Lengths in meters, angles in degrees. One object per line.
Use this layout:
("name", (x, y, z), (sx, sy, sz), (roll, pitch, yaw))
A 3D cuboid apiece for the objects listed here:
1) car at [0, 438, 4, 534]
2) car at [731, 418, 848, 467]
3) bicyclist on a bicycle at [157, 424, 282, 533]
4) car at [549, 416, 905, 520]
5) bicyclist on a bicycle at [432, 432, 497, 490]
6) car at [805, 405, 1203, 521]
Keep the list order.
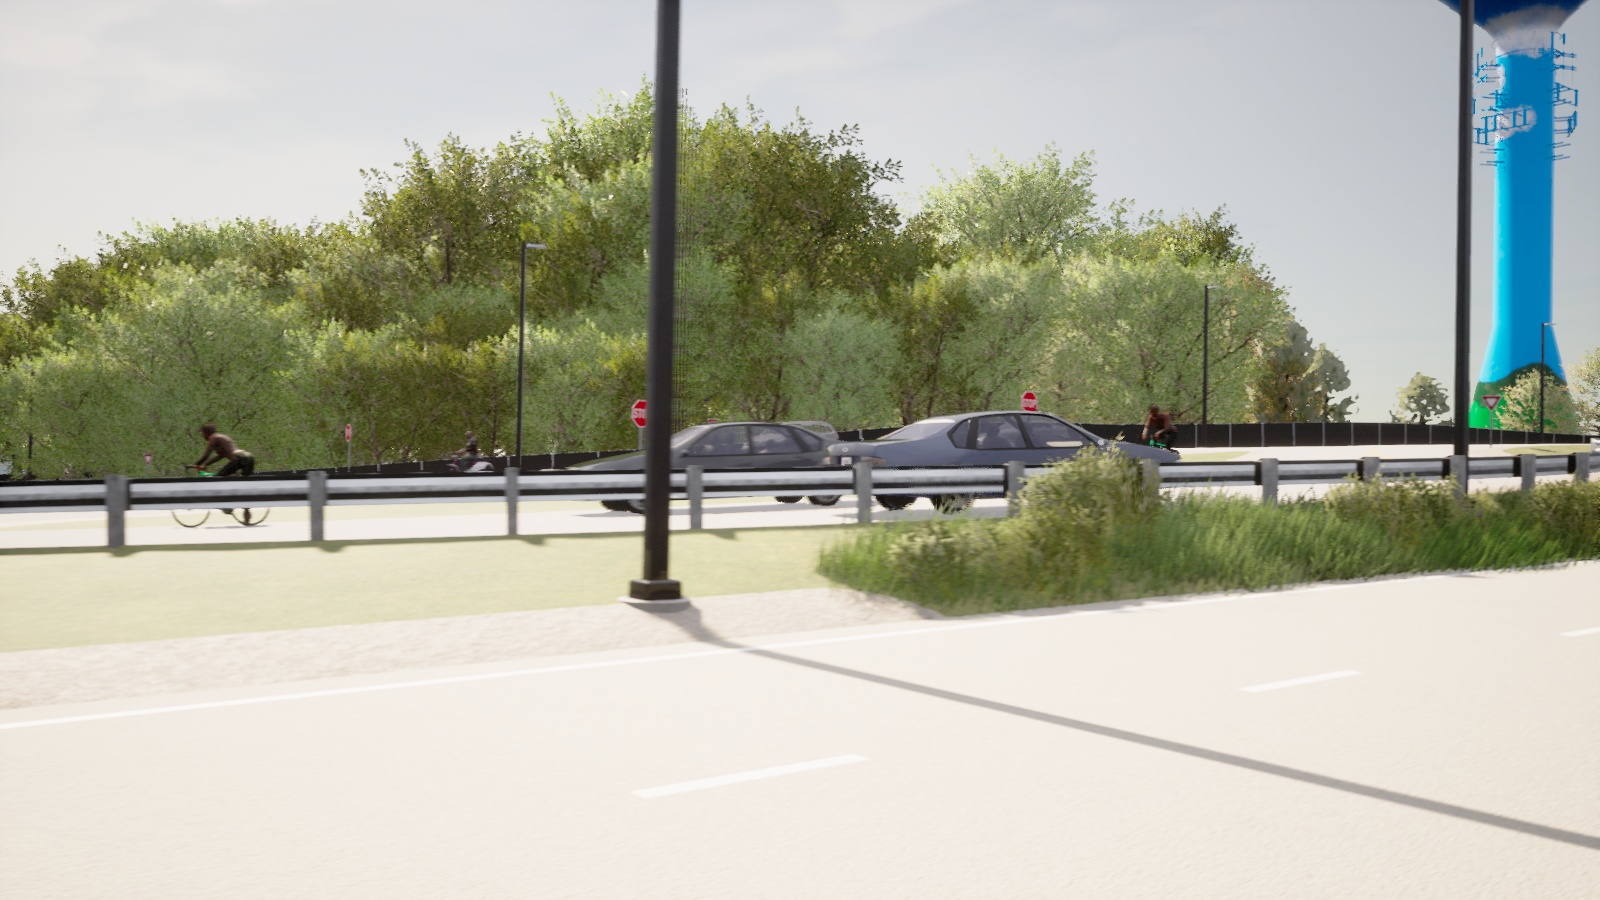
("car", (-15.684, 0.667, 20.900), (3.988, 1.617, 1.851), (-2, -2, 14))
("car", (-0.336, -0.311, 47.627), (2.242, 1.667, 4.611), (-2, 1, 32))
("bicyclist on a bicycle", (-9.045, 0.446, 19.582), (1.656, 1.620, 0.582), (-2, -1, 5))
("car", (-1.182, 0.259, 20.380), (5.357, 1.411, 2.033), (-2, 0, -22))
("bicyclist on a bicycle", (-10.890, 0.329, 40.763), (1.843, 1.776, 0.659), (-3, 2, -34))
("car", (2.944, 0.131, 17.946), (5.357, 1.411, 2.033), (-2, 0, -25))
